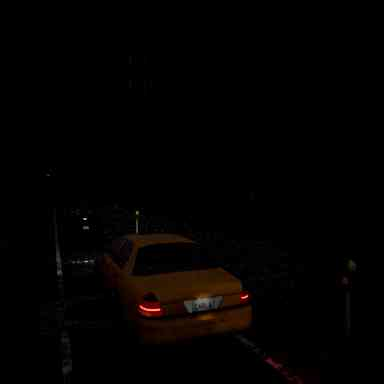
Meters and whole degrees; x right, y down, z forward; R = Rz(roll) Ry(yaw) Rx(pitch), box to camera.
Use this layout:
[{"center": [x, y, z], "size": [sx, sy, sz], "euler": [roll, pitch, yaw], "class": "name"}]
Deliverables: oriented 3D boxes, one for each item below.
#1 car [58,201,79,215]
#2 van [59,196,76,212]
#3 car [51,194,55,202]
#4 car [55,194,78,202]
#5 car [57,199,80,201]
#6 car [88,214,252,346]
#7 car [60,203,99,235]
[{"center": [-8.283, 1.552, 23.755], "size": [2.008, 1.369, 4.403], "euler": [0, 0, -23], "class": "car"}, {"center": [-14.681, 1.343, 39.042], "size": [1.690, 1.788, 3.998], "euler": [0, 0, -23], "class": "van"}, {"center": [-31.891, 1.470, 79.418], "size": [1.967, 1.590, 4.097], "euler": [0, 0, -24], "class": "car"}, {"center": [-12.549, 1.317, 33.946], "size": [2.192, 1.841, 5.009], "euler": [0, 0, -23], "class": "car"}, {"center": [-10.416, 1.567, 28.851], "size": [1.947, 1.339, 4.313], "euler": [0, 0, -23], "class": "car"}, {"center": [-0.844, 1.457, 6.737], "size": [1.801, 1.575, 5.366], "euler": [0, 0, -23], "class": "car"}, {"center": [-6.151, 1.552, 18.660], "size": [2.008, 1.369, 4.403], "euler": [0, 0, -23], "class": "car"}]
